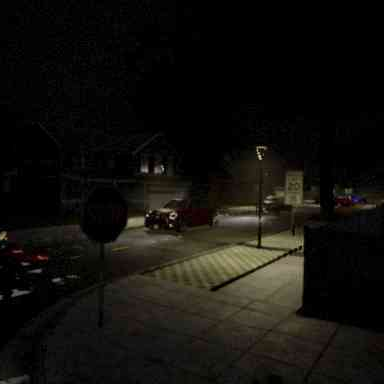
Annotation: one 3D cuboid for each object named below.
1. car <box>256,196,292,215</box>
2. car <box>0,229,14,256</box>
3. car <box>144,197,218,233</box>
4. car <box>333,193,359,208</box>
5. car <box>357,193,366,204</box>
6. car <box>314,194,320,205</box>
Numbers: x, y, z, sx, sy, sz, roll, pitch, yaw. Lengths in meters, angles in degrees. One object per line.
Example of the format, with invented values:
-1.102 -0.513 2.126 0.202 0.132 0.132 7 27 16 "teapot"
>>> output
7.241 1.103 29.055 2.128 1.511 4.902 2 2 36 "car"
-7.189 1.424 7.947 2.033 1.411 5.357 2 1 27 "car"
-0.475 1.107 18.069 2.097 1.767 4.553 2 2 35 "car"
17.820 1.106 39.107 1.895 1.301 4.718 2 2 36 "car"
23.407 0.887 47.160 1.812 1.442 4.674 2 2 35 "car"
17.429 0.896 43.434 1.837 1.490 4.892 2 1 35 "car"
